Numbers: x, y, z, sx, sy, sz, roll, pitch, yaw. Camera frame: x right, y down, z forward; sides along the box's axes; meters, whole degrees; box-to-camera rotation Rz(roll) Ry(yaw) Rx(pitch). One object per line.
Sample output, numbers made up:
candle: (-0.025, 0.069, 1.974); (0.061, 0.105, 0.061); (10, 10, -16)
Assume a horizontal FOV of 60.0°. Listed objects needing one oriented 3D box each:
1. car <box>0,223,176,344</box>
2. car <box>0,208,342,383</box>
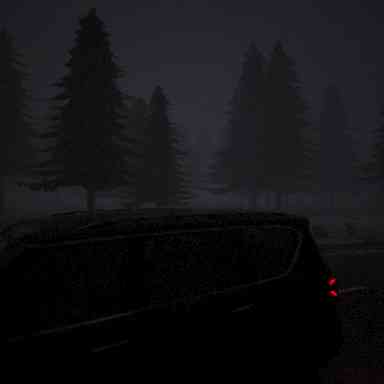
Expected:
car: (-2.875, 1.487, 5.925); (4.892, 1.490, 1.837); (0, -1, -32)
car: (-0.980, 1.214, 3.119); (5.566, 2.045, 2.150); (0, 0, -32)
